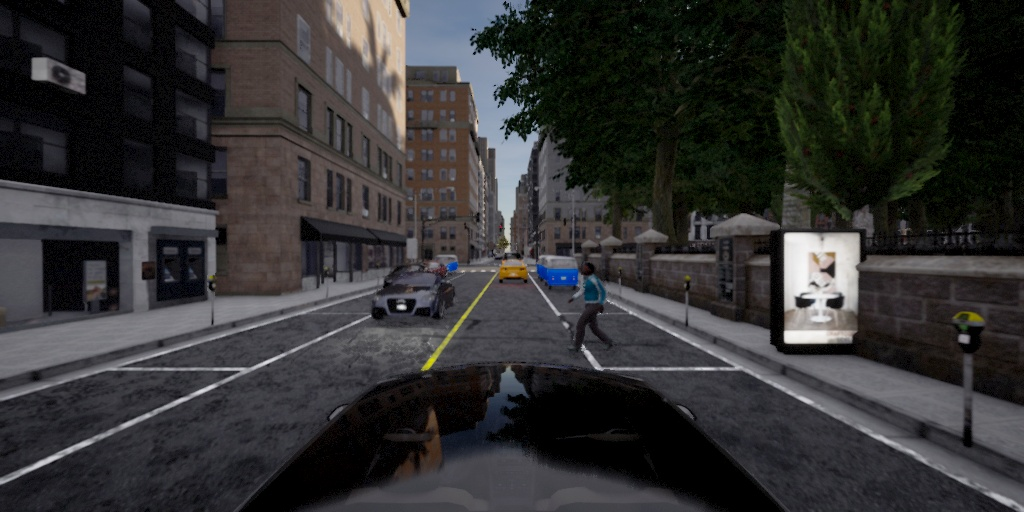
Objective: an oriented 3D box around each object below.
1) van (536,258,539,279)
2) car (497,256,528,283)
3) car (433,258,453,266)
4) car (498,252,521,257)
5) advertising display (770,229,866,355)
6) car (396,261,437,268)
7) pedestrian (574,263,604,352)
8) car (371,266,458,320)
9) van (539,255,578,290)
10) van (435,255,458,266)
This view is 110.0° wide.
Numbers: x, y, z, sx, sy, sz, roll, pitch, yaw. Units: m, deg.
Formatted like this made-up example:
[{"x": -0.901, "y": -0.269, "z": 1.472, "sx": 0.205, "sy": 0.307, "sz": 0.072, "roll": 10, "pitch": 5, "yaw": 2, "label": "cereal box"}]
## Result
[{"x": 2.687, "y": 0.847, "z": 26.153, "sx": 1.690, "sy": 1.789, "sz": 3.998, "roll": 0, "pitch": 0, "yaw": 0, "label": "van"}, {"x": 0.086, "y": 0.993, "z": 25.322, "sx": 1.882, "sy": 1.535, "sz": 5.008, "roll": 0, "pitch": 1, "yaw": 0, "label": "car"}, {"x": -5.838, "y": 1.052, "z": 26.150, "sx": 1.888, "sy": 1.381, "sz": 4.507, "roll": 0, "pitch": 0, "yaw": 0, "label": "car"}, {"x": 0.003, "y": 0.625, "z": 35.795, "sx": 2.150, "sy": 2.045, "sz": 5.566, "roll": 0, "pitch": 1, "yaw": -1, "label": "car"}, {"x": 5.638, "y": 0.728, "z": 6.634, "sx": 1.540, "sy": 2.440, "sz": 0.280, "roll": 0, "pitch": 0, "yaw": 0, "label": "advertising display"}, {"x": -5.843, "y": 1.131, "z": 20.490, "sx": 1.948, "sy": 1.339, "sz": 4.313, "roll": 0, "pitch": 0, "yaw": 0, "label": "car"}, {"x": 1.530, "y": 0.990, "z": 7.140, "sx": 0.375, "sy": 1.860, "sz": 0.375, "roll": 0, "pitch": 0, "yaw": -10, "label": "pedestrian"}, {"x": -3.091, "y": 1.214, "z": 12.011, "sx": 1.994, "sy": 1.385, "sz": 4.181, "roll": 0, "pitch": 1, "yaw": 0, "label": "car"}, {"x": 2.682, "y": 0.905, "z": 20.495, "sx": 1.690, "sy": 1.789, "sz": 3.998, "roll": 0, "pitch": 0, "yaw": 0, "label": "van"}, {"x": -5.834, "y": 0.788, "z": 31.810, "sx": 1.690, "sy": 1.789, "sz": 3.998, "roll": 0, "pitch": 0, "yaw": 0, "label": "van"}]
